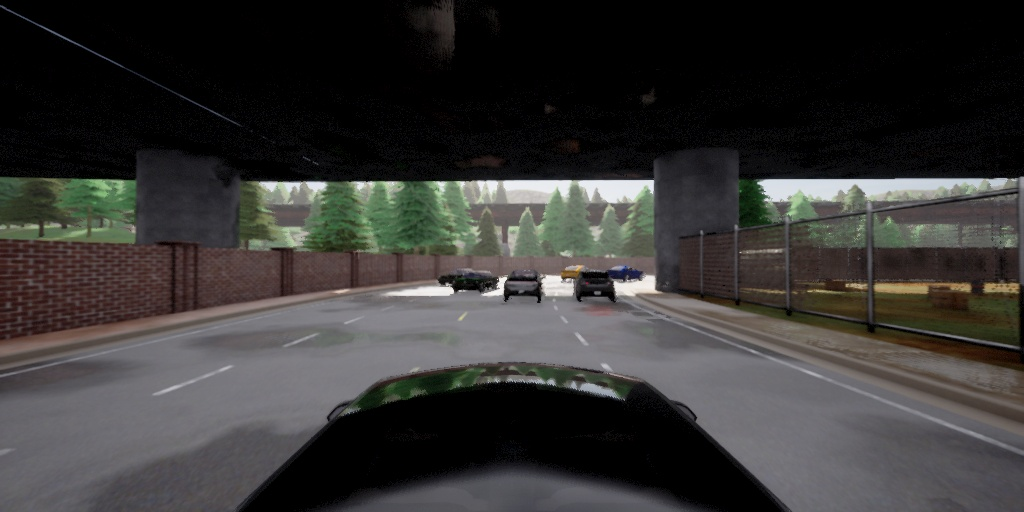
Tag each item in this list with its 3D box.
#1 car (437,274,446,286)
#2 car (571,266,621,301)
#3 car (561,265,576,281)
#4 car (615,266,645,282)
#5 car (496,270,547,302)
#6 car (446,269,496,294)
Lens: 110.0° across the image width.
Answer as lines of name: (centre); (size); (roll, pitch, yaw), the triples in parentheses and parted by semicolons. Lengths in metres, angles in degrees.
car: (-4.245, 1.723, 29.467); (1.895, 1.301, 4.718); (0, -1, 18)
car: (4.242, 1.485, 18.847); (1.837, 1.490, 4.892); (-1, -1, 8)
car: (6.642, 1.680, 35.396); (1.882, 1.535, 5.008); (-1, -1, 36)
car: (11.031, 1.673, 34.836); (5.008, 1.535, 1.882); (1, -2, -44)
car: (0.734, 1.471, 18.856); (2.128, 1.511, 4.902); (0, -1, 7)
car: (-2.303, 1.639, 23.194); (1.895, 1.301, 4.718); (0, -1, 12)
